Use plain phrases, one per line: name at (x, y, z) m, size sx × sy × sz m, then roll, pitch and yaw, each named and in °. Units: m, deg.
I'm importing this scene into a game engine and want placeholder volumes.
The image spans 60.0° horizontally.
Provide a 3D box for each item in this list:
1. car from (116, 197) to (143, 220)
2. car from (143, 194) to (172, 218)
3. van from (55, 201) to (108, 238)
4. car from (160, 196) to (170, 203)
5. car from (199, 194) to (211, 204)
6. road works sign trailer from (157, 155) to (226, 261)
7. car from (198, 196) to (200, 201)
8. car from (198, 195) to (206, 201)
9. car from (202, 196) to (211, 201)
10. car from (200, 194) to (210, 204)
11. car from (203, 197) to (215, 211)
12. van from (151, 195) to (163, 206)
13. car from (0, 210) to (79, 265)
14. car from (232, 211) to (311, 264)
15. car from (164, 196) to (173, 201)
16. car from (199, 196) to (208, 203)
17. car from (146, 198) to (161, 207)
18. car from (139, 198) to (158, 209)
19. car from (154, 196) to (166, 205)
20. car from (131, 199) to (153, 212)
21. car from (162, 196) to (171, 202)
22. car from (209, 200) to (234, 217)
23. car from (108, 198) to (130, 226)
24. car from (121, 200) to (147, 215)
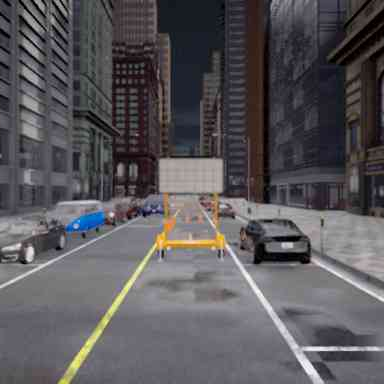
car at (-5.845, 1.327, 28.482) m, size 2.192 × 1.841 × 5.009 m, roll 0°, pitch 0°, yaw 0°
car at (-3.184, 1.235, 30.492) m, size 2.150 × 2.045 × 5.566 m, roll 0°, pitch 0°, yaw 0°
van at (-5.813, 1.347, 17.209) m, size 1.690 × 1.788 × 3.998 m, roll 0°, pitch 0°, yaw 0°
car at (-5.972, 1.621, 73.575) m, size 1.947 × 1.339 × 4.313 m, roll 0°, pitch 0°, yaw 0°
car at (2.568, 1.362, 67.966) m, size 2.192 × 1.841 × 5.009 m, roll 0°, pitch 0°, yaw 0°
road works sign trailer at (-0.033, 0.468, 12.204) m, size 2.380 × 3.560 × 2.880 m, roll 0°, pitch 0°, yaw 0°
car at (2.584, 1.355, 62.329) m, size 2.192 × 1.841 × 5.009 m, roll 0°, pitch 0°, yaw 0°
car at (2.520, 1.513, 84.874) m, size 1.967 × 1.590 × 4.097 m, roll 0°, pitch 0°, yaw 0°
car at (2.633, 1.604, 45.422) m, size 1.802 × 1.307 × 4.206 m, roll 0°, pitch 0°, yaw 0°
car at (2.616, 1.467, 51.058) m, size 1.967 × 1.590 × 4.097 m, roll 0°, pitch 0°, yaw 0°
car at (2.649, 1.600, 39.785) m, size 1.802 × 1.307 × 4.206 m, roll 0°, pitch 0°, yaw 0°
van at (-5.925, 1.374, 56.666) m, size 1.690 × 1.788 × 3.998 m, roll 0°, pitch 0°, yaw 0°
car at (-5.796, 1.554, 11.572) m, size 2.008 × 1.369 × 4.403 m, roll 0°, pitch 0°, yaw 0°
car at (2.729, 1.570, 11.603) m, size 1.947 × 1.339 × 4.313 m, roll 0°, pitch 0°, yaw 0°
car at (-6.004, 1.623, 84.848) m, size 2.008 × 1.369 × 4.403 m, roll 0°, pitch 0°, yaw 0°
car at (2.553, 1.621, 73.602) m, size 1.947 × 1.339 × 4.313 m, roll 0°, pitch 0°, yaw 0°
car at (-5.908, 1.609, 51.029) m, size 1.802 × 1.307 × 4.206 m, roll 0°, pitch 0°, yaw 0°
car at (-5.892, 1.573, 45.392) m, size 2.008 × 1.369 × 4.403 m, roll 0°, pitch 0°, yaw 0°
car at (-5.940, 1.565, 62.132) m, size 1.752 × 1.417 × 4.829 m, roll 0°, pitch 0°, yaw 0°
car at (-5.876, 1.584, 39.755) m, size 1.947 × 1.339 × 4.313 m, roll 0°, pitch 0°, yaw 0°
car at (-5.988, 1.629, 79.211) m, size 1.947 × 1.339 × 4.313 m, roll 0°, pitch 0°, yaw 0°
car at (2.681, 1.594, 28.512) m, size 1.802 × 1.307 × 4.206 m, roll 0°, pitch 0°, yaw 0°
car at (-5.829, 1.449, 22.845) m, size 1.967 × 1.590 × 4.097 m, roll 0°, pitch 0°, yaw 0°
car at (-5.860, 1.581, 34.119) m, size 1.947 × 1.339 × 4.313 m, roll 0°, pitch 0°, yaw 0°
